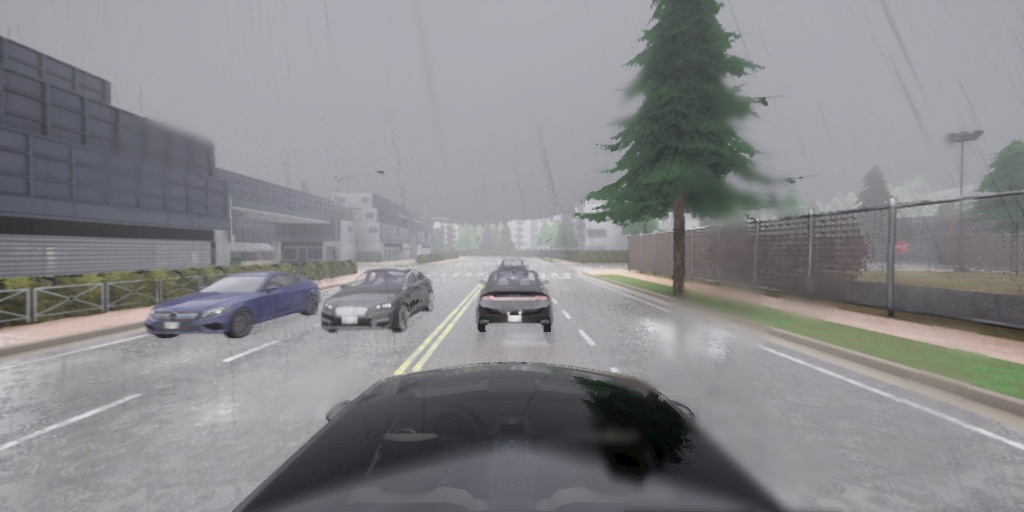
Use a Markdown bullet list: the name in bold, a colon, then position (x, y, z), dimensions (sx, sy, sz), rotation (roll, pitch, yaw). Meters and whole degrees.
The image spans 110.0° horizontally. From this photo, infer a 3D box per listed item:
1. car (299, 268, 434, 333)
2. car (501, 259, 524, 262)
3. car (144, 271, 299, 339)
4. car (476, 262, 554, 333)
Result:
- **car**: position (-3.560, 1.113, 10.348), dimensions (2.128, 1.511, 4.902), rotation (0, 1, 0)
- **car**: position (0.040, 0.938, 21.745), dimensions (2.128, 1.511, 4.902), rotation (0, 1, 0)
- **car**: position (-7.064, 1.156, 9.785), dimensions (1.812, 1.442, 4.674), rotation (0, 1, 0)
- **car**: position (0.061, 1.113, 10.228), dimensions (2.128, 1.511, 4.902), rotation (0, 1, 0)
